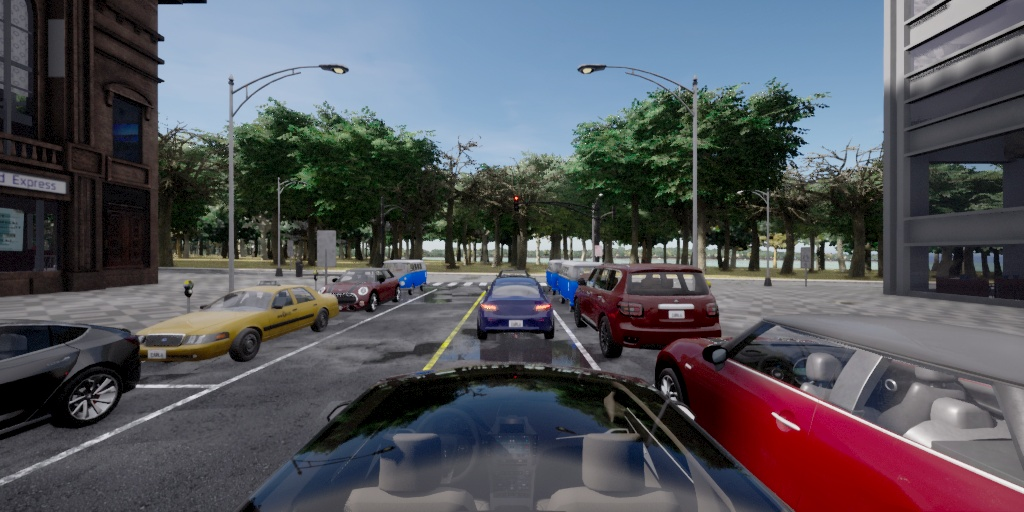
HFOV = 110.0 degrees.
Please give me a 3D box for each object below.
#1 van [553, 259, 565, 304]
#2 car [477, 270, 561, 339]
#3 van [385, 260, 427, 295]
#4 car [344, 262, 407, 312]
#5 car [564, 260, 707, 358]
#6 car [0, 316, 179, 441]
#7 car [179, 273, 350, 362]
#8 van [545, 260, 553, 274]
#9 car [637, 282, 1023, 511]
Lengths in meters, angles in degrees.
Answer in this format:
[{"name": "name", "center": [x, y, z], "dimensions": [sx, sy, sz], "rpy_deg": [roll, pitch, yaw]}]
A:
[{"name": "van", "center": [2.760, 1.091, 13.838], "dimensions": [1.690, 1.789, 3.998], "rpy_deg": [0, 0, 0]}, {"name": "car", "center": [0.097, 1.276, 9.938], "dimensions": [1.812, 1.442, 4.674], "rpy_deg": [0, 0, 0]}, {"name": "van", "center": [-5.766, 1.091, 19.274], "dimensions": [1.690, 1.789, 3.998], "rpy_deg": [0, 0, 0]}, {"name": "car", "center": [-5.765, 1.190, 13.836], "dimensions": [1.967, 1.591, 4.097], "rpy_deg": [0, 0, 0]}, {"name": "car", "center": [2.761, 1.065, 8.401], "dimensions": [2.192, 1.841, 5.009], "rpy_deg": [0, 0, 0]}, {"name": "car", "center": [-5.763, 1.316, 2.961], "dimensions": [1.948, 1.339, 4.313], "rpy_deg": [0, 0, 0]}, {"name": "car", "center": [-5.764, 1.275, 8.229], "dimensions": [1.751, 1.417, 4.829], "rpy_deg": [0, 0, 0]}, {"name": "van", "center": [2.759, 1.092, 19.276], "dimensions": [1.690, 1.789, 3.998], "rpy_deg": [0, 0, 0]}, {"name": "car", "center": [2.763, 1.190, 2.963], "dimensions": [1.967, 1.591, 4.097], "rpy_deg": [0, 0, 0]}]
